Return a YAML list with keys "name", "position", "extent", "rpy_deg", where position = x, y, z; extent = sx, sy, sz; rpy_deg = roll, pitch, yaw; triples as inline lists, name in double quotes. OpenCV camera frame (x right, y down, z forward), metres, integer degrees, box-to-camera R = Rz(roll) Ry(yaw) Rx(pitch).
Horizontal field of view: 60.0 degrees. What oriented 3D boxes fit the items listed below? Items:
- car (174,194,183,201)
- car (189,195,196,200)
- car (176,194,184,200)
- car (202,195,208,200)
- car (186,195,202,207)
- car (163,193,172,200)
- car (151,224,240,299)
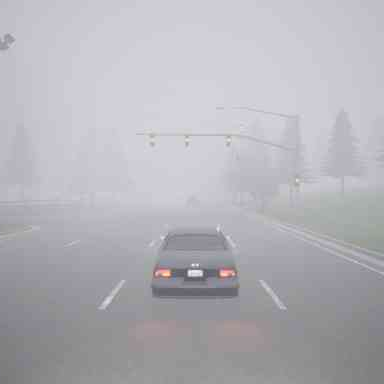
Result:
- name: "car"
  position: [-3.380, 1.517, 83.755]
  extent: [1.812, 1.442, 4.674]
  rpy_deg: [0, 0, 0]
- name: "car"
  position: [0.135, 1.540, 94.167]
  extent: [2.033, 1.411, 5.357]
  rpy_deg: [0, 0, 0]
- name: "car"
  position: [-3.365, 1.358, 93.759]
  extent: [2.128, 1.511, 4.902]
  rpy_deg: [0, 0, 0]
- name: "car"
  position: [3.635, 1.500, 94.162]
  extent: [1.837, 1.490, 4.892]
  rpy_deg: [0, 0, 0]
- name: "car"
  position: [0.073, 1.352, 52.691]
  extent: [2.097, 1.767, 4.553]
  rpy_deg: [0, 0, 0]
- name: "car"
  position: [-6.865, 1.225, 94.207]
  extent: [2.150, 2.045, 5.566]
  rpy_deg: [0, 0, 0]
- name: "car"
  position: [0.078, 1.547, 8.652]
  extent: [2.033, 1.411, 5.357]
  rpy_deg: [0, 0, 1]
